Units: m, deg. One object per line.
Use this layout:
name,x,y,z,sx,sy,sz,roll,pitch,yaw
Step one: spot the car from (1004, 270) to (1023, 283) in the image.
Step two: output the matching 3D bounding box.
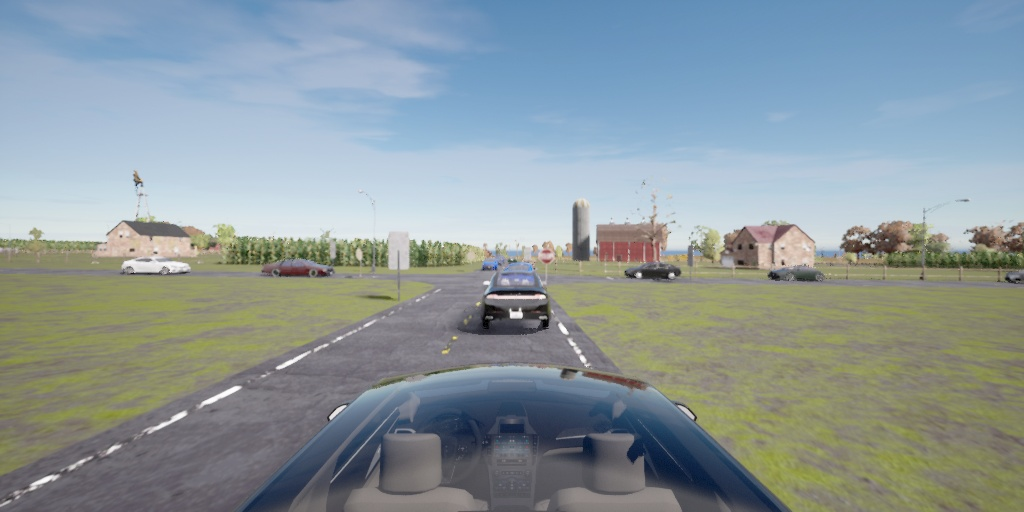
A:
car,47.955,1.785,32.552,4.902,1.511,2.128,1,1,0

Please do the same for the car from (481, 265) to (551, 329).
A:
car,0.104,1.204,11.109,2.128,1.511,4.902,0,0,0

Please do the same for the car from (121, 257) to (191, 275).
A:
car,-29.178,0.781,29.433,4.674,1.442,1.812,1,1,0

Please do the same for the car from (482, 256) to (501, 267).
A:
car,-2.810,1.076,46.176,1.882,1.535,5.008,0,0,-1

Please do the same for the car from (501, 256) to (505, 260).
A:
car,-2.763,1.101,64.606,2.033,1.411,5.357,0,0,1

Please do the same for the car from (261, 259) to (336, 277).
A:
car,-17.506,0.976,29.472,5.357,1.411,2.033,1,1,0

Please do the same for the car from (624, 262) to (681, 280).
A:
car,12.736,1.322,32.571,4.892,1.490,1.837,0,1,1

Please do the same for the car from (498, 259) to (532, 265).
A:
car,0.586,1.150,21.959,1.882,1.535,5.008,0,0,7

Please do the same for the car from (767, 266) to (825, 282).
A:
car,25.728,1.562,32.566,4.181,1.385,1.994,1,1,0
